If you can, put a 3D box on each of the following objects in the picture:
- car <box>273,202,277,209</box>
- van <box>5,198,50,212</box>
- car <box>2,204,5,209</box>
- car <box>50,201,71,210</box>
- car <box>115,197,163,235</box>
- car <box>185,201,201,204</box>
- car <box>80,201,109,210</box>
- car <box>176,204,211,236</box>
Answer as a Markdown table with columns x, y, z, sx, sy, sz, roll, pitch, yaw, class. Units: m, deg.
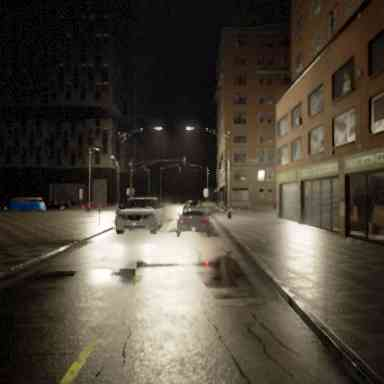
| x | y | z | sx | sy | sz | roll | pitch | yaw | class |
| --- | --- | --- | --- | --- | --- | --- | --- | --- | --- |
| 12.107 | 1.604 | 40.735 | 4.313 | 1.339 | 1.947 | 0 | 0 | 0 | car |
| -20.119 | 1.618 | 40.767 | 3.998 | 1.788 | 1.690 | 0 | 0 | 0 | van |
| -25.767 | 1.982 | 49.295 | 4.403 | 1.369 | 2.008 | 0 | 0 | 0 | car |
| -20.118 | 1.957 | 49.290 | 4.313 | 1.339 | 1.947 | 0 | 0 | 0 | car |
| -3.000 | 1.312 | 19.966 | 2.150 | 2.045 | 5.566 | 0 | 0 | 0 | car |
| 0.091 | 1.562 | 28.981 | 2.033 | 1.649 | 4.856 | 0 | 0 | -2 | car |
| -14.469 | 1.933 | 49.284 | 4.206 | 1.307 | 1.802 | 0 | 0 | 0 | car |
| 0.100 | 1.615 | 18.880 | 1.812 | 1.442 | 4.674 | 0 | 0 | 1 | car |
